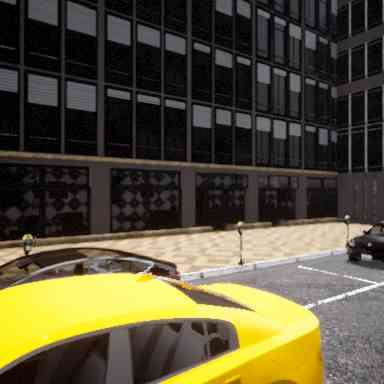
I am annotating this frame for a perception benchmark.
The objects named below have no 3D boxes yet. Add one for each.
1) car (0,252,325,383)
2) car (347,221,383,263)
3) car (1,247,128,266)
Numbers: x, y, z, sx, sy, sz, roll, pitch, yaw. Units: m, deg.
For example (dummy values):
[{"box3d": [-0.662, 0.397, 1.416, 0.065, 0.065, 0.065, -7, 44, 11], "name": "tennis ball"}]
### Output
[{"box3d": [-1.093, 1.485, 2.457, 5.008, 1.535, 1.882, 1, 0, -35], "name": "car"}, {"box3d": [7.183, 1.672, 11.529, 4.313, 1.339, 1.947, 1, -1, -35], "name": "car"}, {"box3d": [-2.154, 1.582, 5.001, 4.313, 1.339, 1.947, 1, -1, -35], "name": "car"}]
